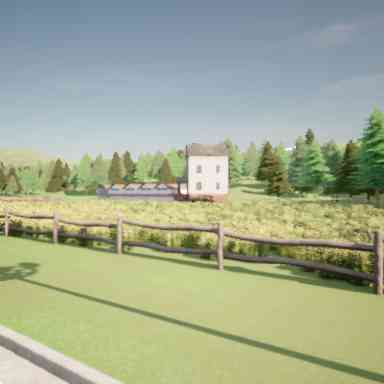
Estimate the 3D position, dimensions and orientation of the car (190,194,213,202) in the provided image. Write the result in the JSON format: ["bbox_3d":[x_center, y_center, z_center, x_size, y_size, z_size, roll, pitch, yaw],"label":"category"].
[{"bbox_3d":[1.821,1.234,64.772,4.605,1.855,1.932,0,0,35],"label":"car"}]
